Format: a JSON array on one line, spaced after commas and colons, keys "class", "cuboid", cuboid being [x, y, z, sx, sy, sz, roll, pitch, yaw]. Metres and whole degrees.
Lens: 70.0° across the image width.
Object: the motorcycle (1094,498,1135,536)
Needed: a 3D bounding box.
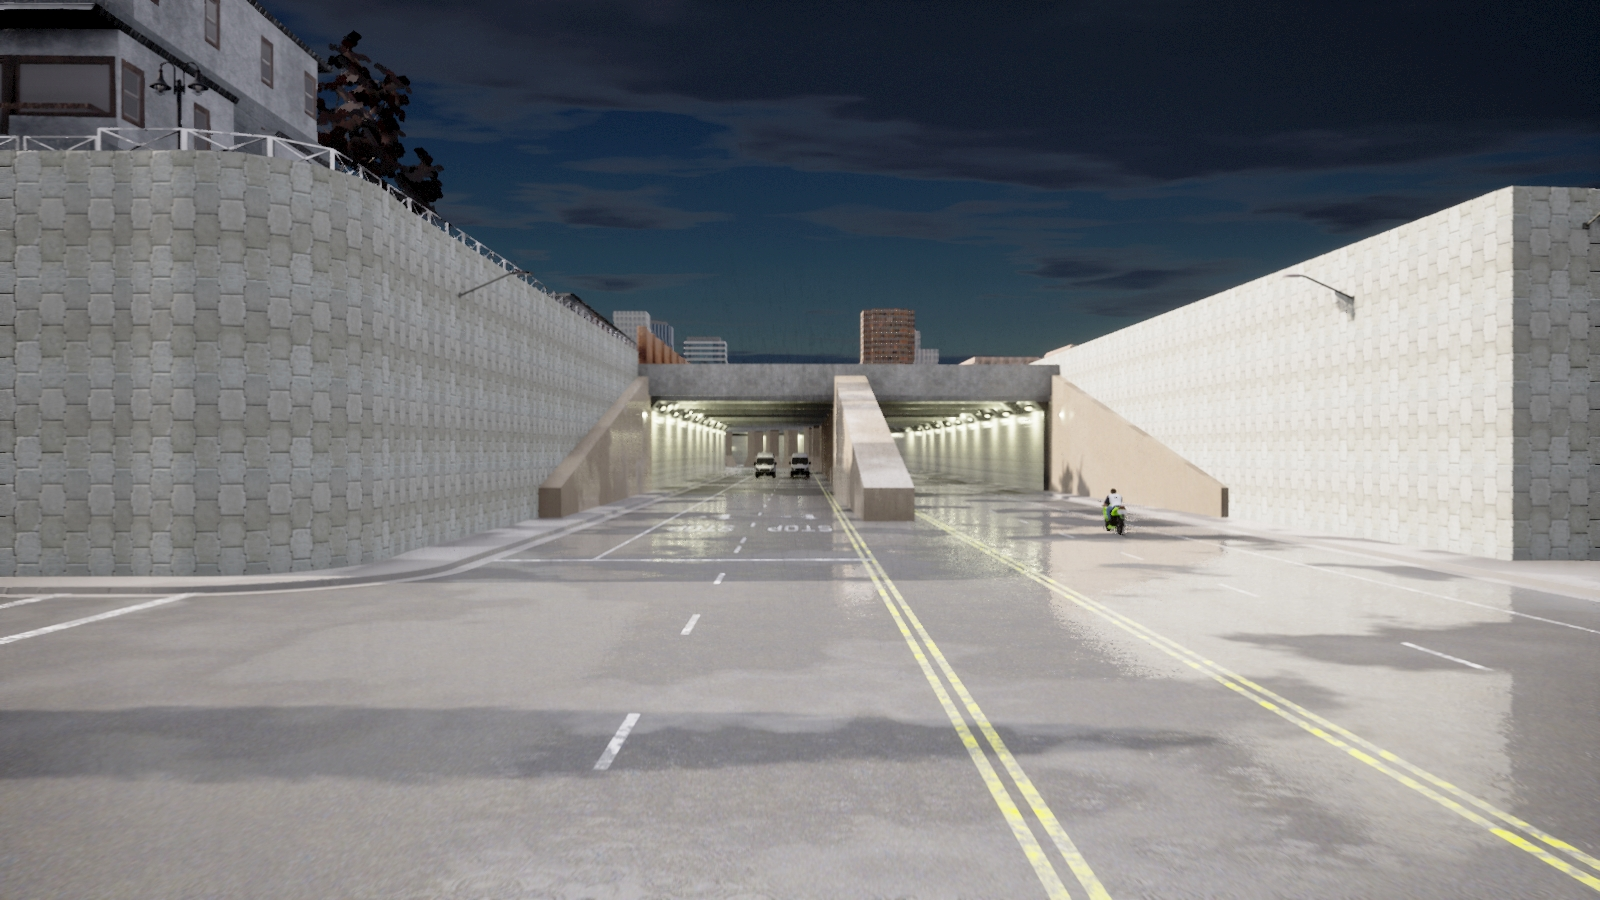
[{"class": "motorcycle", "cuboid": [10.481, 2.220, 38.178, 0.803, 1.145, 2.033, 0, 0, 0]}]
